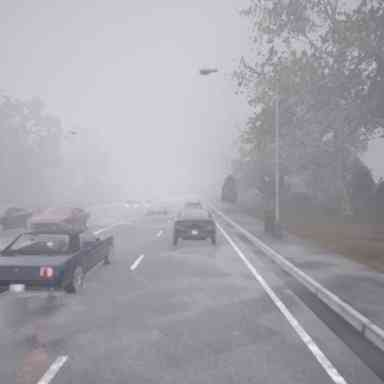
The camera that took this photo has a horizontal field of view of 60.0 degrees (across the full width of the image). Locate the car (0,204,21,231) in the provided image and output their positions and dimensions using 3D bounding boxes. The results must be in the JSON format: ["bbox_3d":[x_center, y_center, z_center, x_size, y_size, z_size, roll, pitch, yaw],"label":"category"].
[{"bbox_3d":[-10.588,1.470,18.339,1.882,1.535,5.008,0,0,0],"label":"car"}]

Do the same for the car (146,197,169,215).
[{"bbox_3d":[-3.386,1.508,33.680,1.812,1.442,4.674,0,0,0],"label":"car"}]

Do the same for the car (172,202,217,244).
[{"bbox_3d":[0.105,1.470,15.859,1.882,1.535,5.008,0,0,0],"label":"car"}]

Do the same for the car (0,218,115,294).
[{"bbox_3d":[-3.416,1.597,8.745,1.895,1.301,4.718,0,0,0],"label":"car"}]

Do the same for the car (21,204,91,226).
[{"bbox_3d":[-7.088,1.469,18.340,1.882,1.535,5.008,0,0,0],"label":"car"}]

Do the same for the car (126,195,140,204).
[{"bbox_3d":[-10.501,1.366,59.529,1.882,1.535,5.008,0,0,1],"label":"car"}]

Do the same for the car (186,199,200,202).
[{"bbox_3d":[0.113,1.474,33.339,2.128,1.511,4.902,0,0,0],"label":"car"}]
